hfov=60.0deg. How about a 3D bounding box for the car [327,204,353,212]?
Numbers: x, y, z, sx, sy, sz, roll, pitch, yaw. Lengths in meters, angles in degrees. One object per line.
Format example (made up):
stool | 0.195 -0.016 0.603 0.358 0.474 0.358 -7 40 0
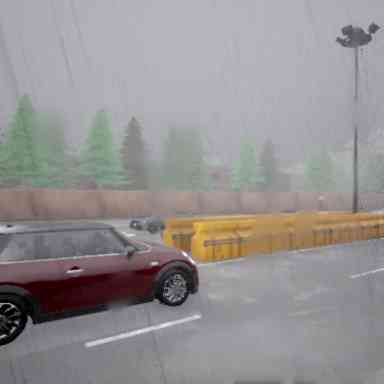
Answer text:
car | 15.142 1.891 31.911 5.357 1.411 2.033 1 0 -35

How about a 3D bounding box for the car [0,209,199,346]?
car | -2.053 1.374 6.581 4.553 1.767 2.097 1 -1 -36

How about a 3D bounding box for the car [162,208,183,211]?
car | -1.583 1.679 20.037 4.181 1.385 1.994 1 0 -35

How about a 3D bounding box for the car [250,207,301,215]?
car | 6.652 1.828 25.901 4.718 1.301 1.895 1 0 -35
